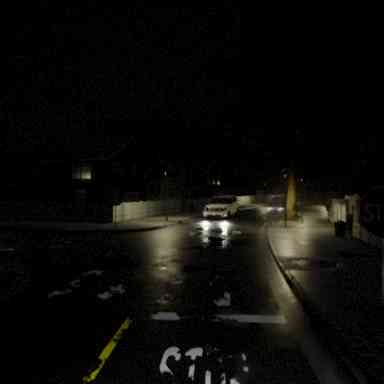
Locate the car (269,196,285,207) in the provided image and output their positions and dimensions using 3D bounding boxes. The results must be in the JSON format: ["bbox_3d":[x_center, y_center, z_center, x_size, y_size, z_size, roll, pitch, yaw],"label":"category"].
[{"bbox_3d":[13.085,1.395,50.532,1.882,1.535,5.008,0,0,29],"label":"car"}]

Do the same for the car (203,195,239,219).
[{"bbox_3d":[2.671,1.334,29.365,2.150,2.045,5.566,0,2,20],"label":"car"}]
